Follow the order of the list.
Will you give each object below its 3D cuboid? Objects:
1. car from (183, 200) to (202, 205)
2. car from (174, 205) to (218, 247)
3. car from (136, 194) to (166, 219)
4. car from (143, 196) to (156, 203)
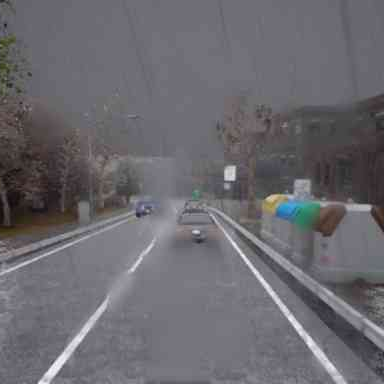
[{"bbox_3d":[0.116,1.529,34.300,2.033,1.411,5.357,0,0,-2],"label":"car"},{"bbox_3d":[0.160,1.542,14.926,2.033,1.411,5.357,0,0,0],"label":"car"},{"bbox_3d":[-3.534,1.207,29.451,2.150,2.045,5.566,0,0,0],"label":"car"},{"bbox_3d":[-9.020,1.563,70.033,1.837,1.490,4.892,-2,0,-16],"label":"car"}]
